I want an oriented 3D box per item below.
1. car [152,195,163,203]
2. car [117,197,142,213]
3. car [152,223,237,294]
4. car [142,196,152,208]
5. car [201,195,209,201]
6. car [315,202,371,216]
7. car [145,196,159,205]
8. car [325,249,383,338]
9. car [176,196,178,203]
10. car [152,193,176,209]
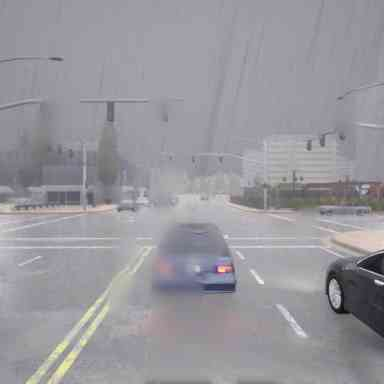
[{"bbox_3d":[-7.213,1.500,70.588,1.837,1.490,4.892,0,0,0],"label":"car"},{"bbox_3d":[-7.215,1.526,37.753,1.812,1.442,4.674,0,0,0],"label":"car"},{"bbox_3d":[0.055,1.547,8.952,2.033,1.411,5.357,0,0,0],"label":"car"},{"bbox_3d":[-7.242,1.525,48.848,1.812,1.442,4.674,0,0,0],"label":"car"},{"bbox_3d":[3.245,1.553,84.630,1.994,1.385,4.181,0,0,0],"label":"car"},{"bbox_3d":[14.351,1.601,31.871,4.718,1.301,1.895,0,0,1],"label":"car"},{"bbox_3d":[-7.252,1.506,60.419,1.837,1.490,4.892,0,0,0],"label":"car"},{"bbox_3d":[3.548,1.505,4.706,1.837,1.490,4.892,0,0,0],"label":"car"},{"bbox_3d":[-3.753,1.525,56.751,1.812,1.442,4.674,0,0,0],"label":"car"},{"bbox_3d":[-3.729,1.222,45.371,2.150,2.045,5.566,0,0,0],"label":"car"}]
